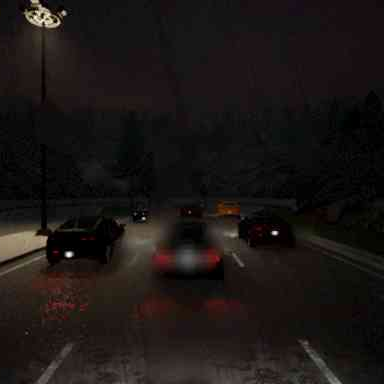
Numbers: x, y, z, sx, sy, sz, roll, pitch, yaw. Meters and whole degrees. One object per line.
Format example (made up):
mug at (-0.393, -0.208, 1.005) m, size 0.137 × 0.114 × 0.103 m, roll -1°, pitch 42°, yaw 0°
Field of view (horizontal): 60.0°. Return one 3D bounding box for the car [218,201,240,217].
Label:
car at (3.530, 1.633, 31.629) m, size 1.882 × 1.535 × 5.008 m, roll -1°, pitch 0°, yaw 5°

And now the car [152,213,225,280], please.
car at (-0.115, 1.604, 10.101) m, size 2.033 × 1.411 × 5.357 m, roll 0°, pitch 0°, yaw -1°

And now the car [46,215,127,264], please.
car at (-3.648, 1.592, 12.191) m, size 1.837 × 1.490 × 4.892 m, roll 0°, pitch 0°, yaw -1°

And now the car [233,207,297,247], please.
car at (3.299, 1.632, 15.379) m, size 1.994 × 1.385 × 4.181 m, roll 0°, pitch 0°, yaw -1°

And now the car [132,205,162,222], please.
car at (-3.716, 1.776, 28.256) m, size 1.895 × 1.301 × 4.718 m, roll 0°, pitch 0°, yaw 2°

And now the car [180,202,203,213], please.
car at (0.013, 1.651, 31.548) m, size 1.882 × 1.535 × 5.008 m, roll -1°, pitch 0°, yaw 5°
